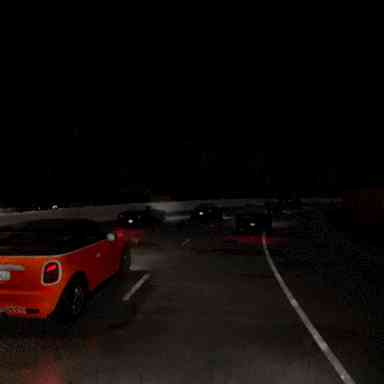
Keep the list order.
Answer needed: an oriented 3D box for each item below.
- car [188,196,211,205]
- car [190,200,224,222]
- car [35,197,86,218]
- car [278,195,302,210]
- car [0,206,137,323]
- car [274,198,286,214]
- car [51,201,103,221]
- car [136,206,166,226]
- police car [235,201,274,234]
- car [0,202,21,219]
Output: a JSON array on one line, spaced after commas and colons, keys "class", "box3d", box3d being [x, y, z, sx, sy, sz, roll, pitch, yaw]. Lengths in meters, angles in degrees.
[{"class": "car", "box3d": [1.478, 1.636, 65.348, 2.128, 1.511, 4.902, 0, 0, 36]}, {"class": "car", "box3d": [1.333, 1.626, 27.585, 1.994, 1.385, 4.181, 0, 0, 18]}, {"class": "car", "box3d": [-12.298, 1.372, 31.463, 2.097, 1.767, 4.553, 0, 0, 18]}, {"class": "car", "box3d": [13.650, 1.368, 46.515, 2.150, 2.045, 5.566, 0, 0, 34]}, {"class": "car", "box3d": [-2.874, 1.357, 7.429, 2.097, 1.767, 4.553, 0, 0, 4]}, {"class": "car", "box3d": [8.899, 1.674, 37.651, 1.994, 1.385, 4.181, 0, 0, 28]}, {"class": "car", "box3d": [-9.635, 1.549, 28.321, 1.812, 1.442, 4.674, 0, 0, 17]}, {"class": "car", "box3d": [-3.441, 1.638, 23.987, 1.895, 1.301, 4.718, 0, 0, 15]}, {"class": "police car", "box3d": [3.739, 1.480, 19.760, 1.930, 1.638, 5.238, 0, 0, 14]}, {"class": "car", "box3d": [-17.031, 1.597, 28.004, 1.895, 1.301, 4.718, 0, 0, 16]}]
